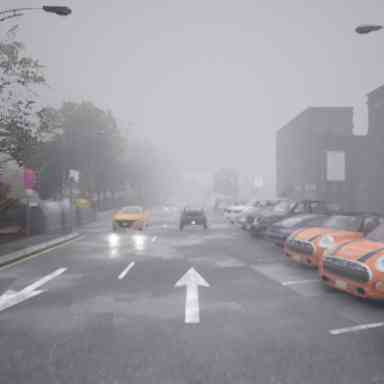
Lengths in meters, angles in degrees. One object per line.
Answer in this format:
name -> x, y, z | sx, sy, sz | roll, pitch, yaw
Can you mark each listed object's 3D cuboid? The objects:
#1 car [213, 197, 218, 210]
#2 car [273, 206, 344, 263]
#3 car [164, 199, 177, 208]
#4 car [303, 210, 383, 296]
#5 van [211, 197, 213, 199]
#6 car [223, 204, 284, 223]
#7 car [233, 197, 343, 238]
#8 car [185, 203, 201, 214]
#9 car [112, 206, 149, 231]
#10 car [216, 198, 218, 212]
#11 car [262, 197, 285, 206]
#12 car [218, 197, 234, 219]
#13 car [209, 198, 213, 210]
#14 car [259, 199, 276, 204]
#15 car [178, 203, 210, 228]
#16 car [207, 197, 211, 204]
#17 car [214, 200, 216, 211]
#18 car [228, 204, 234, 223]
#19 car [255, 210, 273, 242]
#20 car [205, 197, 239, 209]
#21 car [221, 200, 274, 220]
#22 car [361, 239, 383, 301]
car -> 5.387, 1.804, 40.989 | 4.553, 1.767, 2.185 | 1, -1, -20
car -> 5.340, 1.465, 10.967 | 4.553, 1.767, 2.185 | 1, 0, -20
car -> -4.077, 2.086, 63.853 | 2.097, 1.767, 4.553 | 0, -1, 1
car -> 5.337, 1.436, 7.966 | 4.553, 1.767, 2.185 | 1, 0, -20
van -> 5.463, 1.781, 47.038 | 4.442, 1.987, 1.878 | 1, -1, -20
car -> 5.313, 1.813, 28.956 | 4.792, 1.488, 2.163 | 1, 0, -20
car -> 5.306, 1.399, 16.943 | 5.566, 2.045, 2.435 | 1, 0, -20
car -> 0.079, 2.060, 42.256 | 1.895, 1.301, 4.718 | 0, -1, 0
car -> -4.062, 1.703, 22.601 | 1.882, 1.535, 5.008 | 0, -1, 0
car -> 5.316, 1.729, 34.972 | 4.553, 1.767, 2.185 | 1, -1, -20
car -> 18.300, 2.117, 75.034 | 2.435, 2.045, 5.566 | 0, 0, -21
car -> 5.310, 1.497, 25.959 | 5.566, 2.045, 2.435 | 1, 0, -20
car -> 5.346, 1.966, 43.990 | 5.008, 1.535, 2.097 | 1, -1, -20
car -> 20.880, 2.619, 92.092 | 2.163, 1.488, 4.792 | 0, -2, -21
car -> 0.087, 1.748, 24.039 | 1.837, 1.490, 4.892 | 0, 0, 0
car -> 5.169, 2.074, 52.933 | 5.366, 1.575, 1.946 | 1, -1, -20
car -> 5.352, 1.932, 37.979 | 4.674, 1.452, 2.002 | 1, -1, -20
car -> 5.148, 1.677, 19.897 | 5.366, 1.575, 1.946 | 1, 0, -20
car -> 5.308, 1.660, 13.962 | 4.674, 1.452, 2.002 | 1, -1, -20
car -> 5.351, 1.905, 59.029 | 5.566, 2.045, 2.435 | 1, -1, -20
car -> 5.312, 1.692, 31.971 | 4.553, 1.767, 2.185 | 1, -1, -20
car -> 5.275, 1.561, 4.944 | 4.792, 1.488, 2.163 | 1, 0, -20
